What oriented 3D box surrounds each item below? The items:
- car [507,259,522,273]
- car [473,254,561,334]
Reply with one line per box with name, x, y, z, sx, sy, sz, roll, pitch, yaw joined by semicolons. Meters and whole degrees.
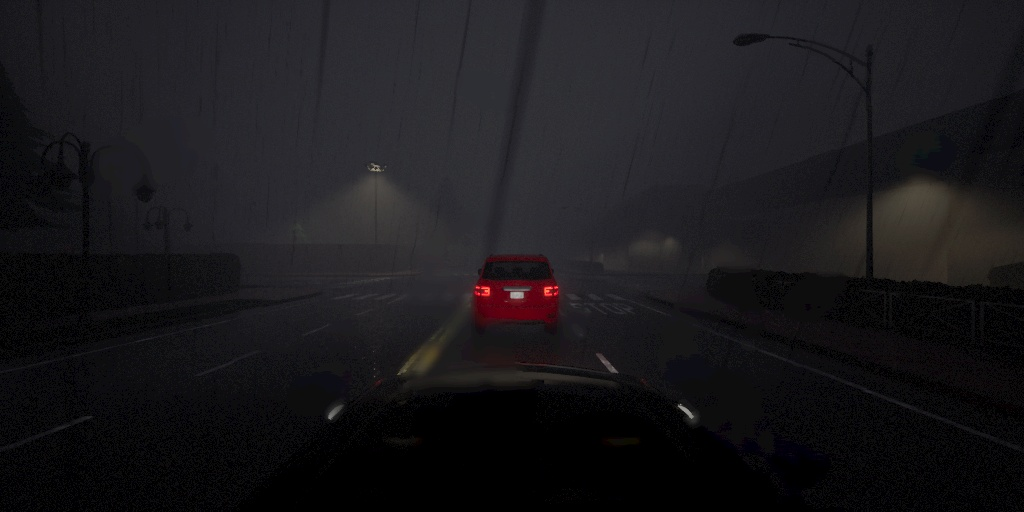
car;0.338;1.227;45.572;1.882;1.535;5.008;0;0;1
car;0.118;0.971;10.719;2.150;2.045;5.566;0;0;0
